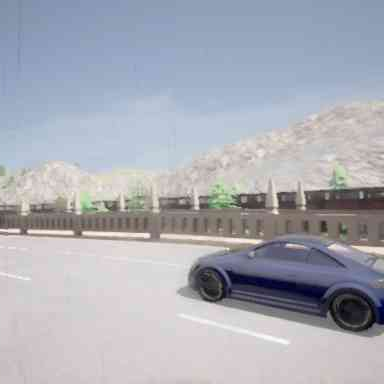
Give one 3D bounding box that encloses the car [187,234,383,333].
[{"bbox_3d":[1.951,1.587,6.899,4.181,1.385,1.994,-1,0,35],"label":"car"}]
